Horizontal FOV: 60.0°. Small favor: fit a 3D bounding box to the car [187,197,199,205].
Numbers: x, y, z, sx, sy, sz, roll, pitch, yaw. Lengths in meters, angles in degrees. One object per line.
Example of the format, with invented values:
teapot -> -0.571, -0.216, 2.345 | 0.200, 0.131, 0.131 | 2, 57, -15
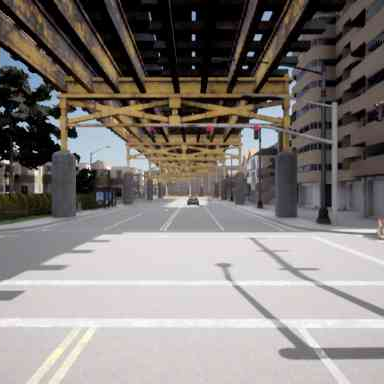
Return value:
car -> 0.188, 1.547, 56.209 | 1.994, 1.385, 4.181 | 0, 0, 0
